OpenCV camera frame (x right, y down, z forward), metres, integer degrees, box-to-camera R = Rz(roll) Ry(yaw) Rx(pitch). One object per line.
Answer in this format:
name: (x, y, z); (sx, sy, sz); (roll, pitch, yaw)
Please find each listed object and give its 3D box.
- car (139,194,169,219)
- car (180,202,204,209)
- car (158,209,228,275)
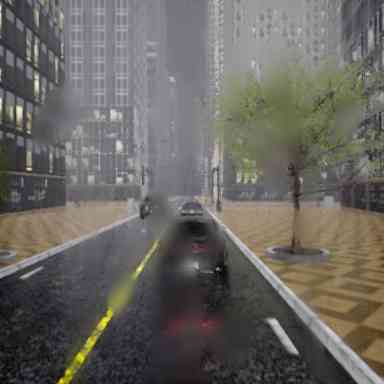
car: (-3.192, 1.244, 29.217); (2.150, 2.045, 5.566); (0, 0, 0)
car: (-0.009, 1.567, 27.537); (2.033, 1.411, 5.357); (0, 0, 0)
car: (0.038, 1.512, 10.424); (1.837, 1.490, 4.892); (0, 1, 0)
